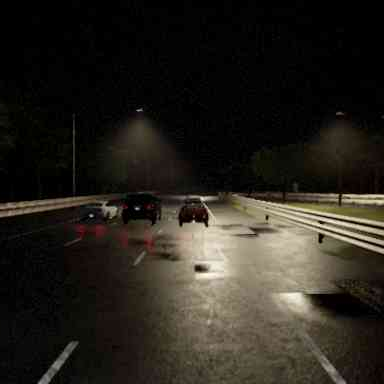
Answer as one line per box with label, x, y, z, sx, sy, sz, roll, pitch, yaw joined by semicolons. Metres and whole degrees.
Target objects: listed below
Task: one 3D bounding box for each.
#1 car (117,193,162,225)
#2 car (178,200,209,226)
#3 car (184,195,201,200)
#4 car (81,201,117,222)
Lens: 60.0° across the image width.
car;-3.398;1.094;23.324;2.150;2.045;5.566;0;1;0
car;0.103;1.484;22.337;1.895;1.301;4.718;0;1;0
car;0.103;1.115;40.216;2.128;1.511;4.902;0;1;0
car;-6.884;1.376;25.074;1.812;1.442;4.674;0;1;0
